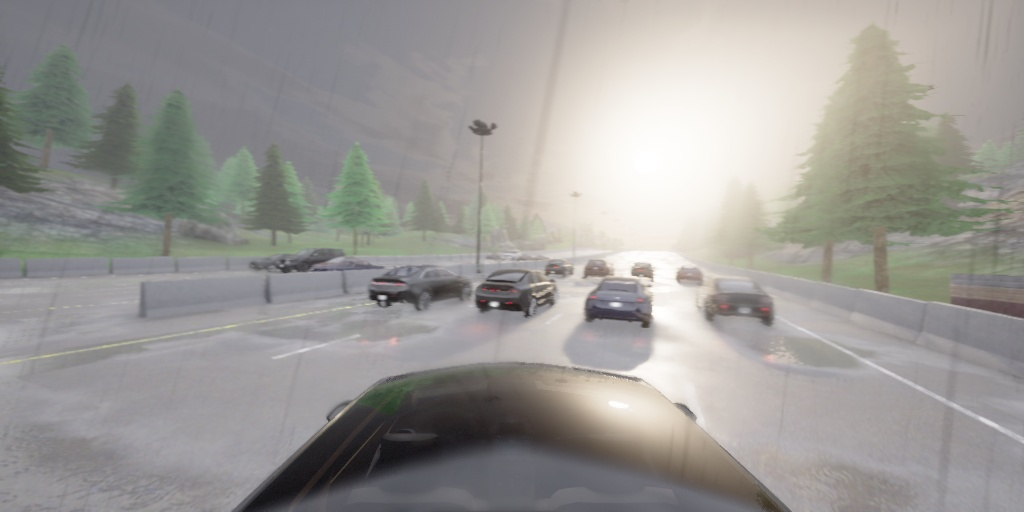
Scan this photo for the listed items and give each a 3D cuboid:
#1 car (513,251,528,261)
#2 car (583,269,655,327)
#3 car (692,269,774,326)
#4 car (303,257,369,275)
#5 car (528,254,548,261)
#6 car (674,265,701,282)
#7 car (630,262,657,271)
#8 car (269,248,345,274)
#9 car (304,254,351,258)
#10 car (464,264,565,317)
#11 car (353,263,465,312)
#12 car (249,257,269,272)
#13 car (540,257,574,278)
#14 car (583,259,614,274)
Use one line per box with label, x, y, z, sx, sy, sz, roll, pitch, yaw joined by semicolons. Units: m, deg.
car;2.519;0.327;65.290;2.033;1.411;5.357;2;2;23
car;3.709;1.362;12.122;1.994;1.385;4.181;2;1;22
car;7.662;1.418;12.611;1.812;1.442;4.674;2;1;22
car;-10.756;0.928;23.625;1.895;1.301;4.718;2;1;22
car;5.030;0.459;62.202;2.033;1.411;5.357;2;2;23
car;14.584;1.397;29.672;1.994;1.385;4.181;2;1;22
car;10.976;1.252;30.085;1.837;1.490;4.892;2;1;22
car;-16.054;0.358;29.142;2.150;2.045;5.566;2;1;22
car;-12.965;0.756;27.471;1.812;1.442;4.674;2;1;22
car;0.356;1.209;13.162;1.837;1.490;4.892;2;1;22
car;-3.219;1.101;13.602;2.128;1.511;4.902;2;1;21
car;-19.362;0.548;30.313;1.837;1.490;4.892;2;1;22
car;4.317;1.069;32.286;1.837;1.490;4.892;2;1;22
car;7.596;1.006;31.052;2.097;1.767;4.553;2;1;22
